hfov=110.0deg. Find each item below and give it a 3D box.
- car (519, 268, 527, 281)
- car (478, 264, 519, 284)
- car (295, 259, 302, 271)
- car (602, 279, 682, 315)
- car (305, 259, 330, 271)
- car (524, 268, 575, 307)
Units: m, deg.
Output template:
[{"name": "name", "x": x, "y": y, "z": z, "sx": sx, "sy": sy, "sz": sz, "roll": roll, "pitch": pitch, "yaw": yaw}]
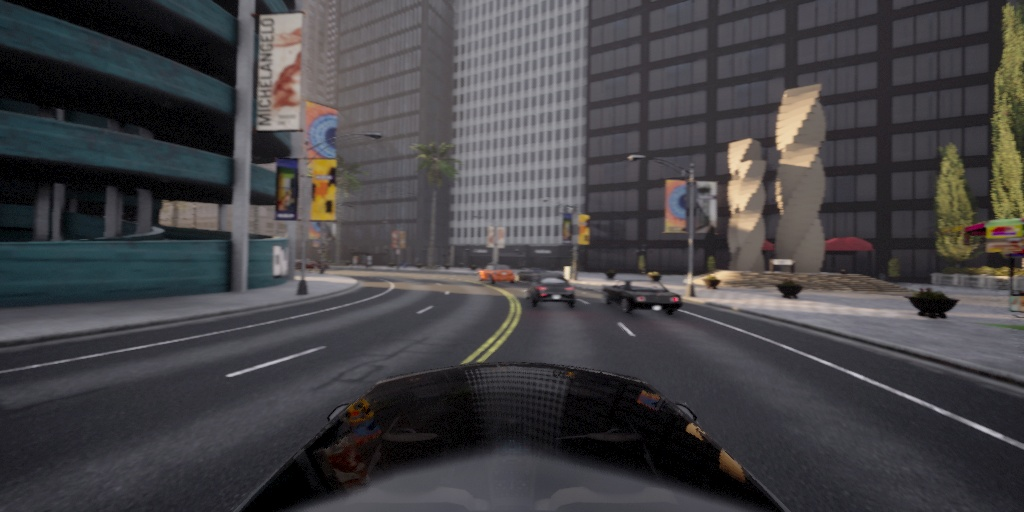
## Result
[{"name": "car", "x": 1.799, "y": 1.757, "z": 32.576, "sx": 1.994, "sy": 1.385, "sz": 4.181, "roll": 2, "pitch": -1, "yaw": -23}, {"name": "car", "x": -1.456, "y": 1.462, "z": 31.320, "sx": 2.097, "sy": 1.767, "sz": 4.553, "roll": 1, "pitch": -1, "yaw": -23}, {"name": "car", "x": -31.155, "y": 1.323, "z": 49.454, "sx": 4.181, "sy": 1.385, "sz": 1.994, "roll": 1, "pitch": -1, "yaw": 27}, {"name": "car", "x": 5.280, "y": 1.635, "z": 15.291, "sx": 1.895, "sy": 1.301, "sz": 4.718, "roll": 1, "pitch": -1, "yaw": 0}, {"name": "car", "x": -28.709, "y": 1.320, "z": 52.141, "sx": 5.008, "sy": 1.535, "sz": 1.882, "roll": 0, "pitch": -1, "yaw": 27}, {"name": "car", "x": 1.741, "y": 1.510, "z": 16.886, "sx": 1.812, "sy": 1.442, "sz": 4.674, "roll": 1, "pitch": -1, "yaw": -2}]
